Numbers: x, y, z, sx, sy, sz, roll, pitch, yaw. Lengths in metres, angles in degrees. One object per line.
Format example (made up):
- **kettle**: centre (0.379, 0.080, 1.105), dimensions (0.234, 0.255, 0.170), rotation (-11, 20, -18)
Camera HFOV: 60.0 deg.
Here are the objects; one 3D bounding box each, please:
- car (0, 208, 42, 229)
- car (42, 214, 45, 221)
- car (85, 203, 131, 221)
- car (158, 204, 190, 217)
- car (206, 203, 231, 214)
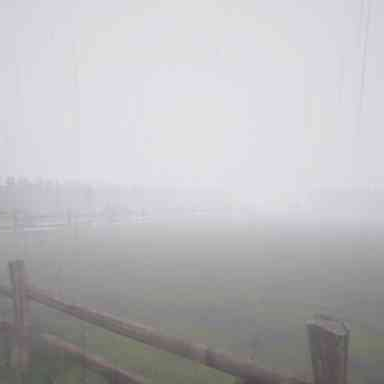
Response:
- **car**: centre (-12.868, 1.743, 21.748), dimensions (1.882, 1.535, 5.008), rotation (-1, -2, 36)
- **car**: centre (-13.908, 1.955, 25.395), dimensions (1.895, 1.301, 4.718), rotation (-1, -2, 37)
- **car**: centre (-8.300, 1.926, 33.082), dimensions (2.097, 1.767, 4.553), rotation (-1, -2, 36)
- **car**: centre (-2.188, 2.305, 41.508), dimensions (2.128, 1.511, 4.902), rotation (-1, -2, 36)
- **car**: centre (3.954, 2.404, 49.922), dimensions (2.097, 1.767, 4.553), rotation (-1, -2, 36)
